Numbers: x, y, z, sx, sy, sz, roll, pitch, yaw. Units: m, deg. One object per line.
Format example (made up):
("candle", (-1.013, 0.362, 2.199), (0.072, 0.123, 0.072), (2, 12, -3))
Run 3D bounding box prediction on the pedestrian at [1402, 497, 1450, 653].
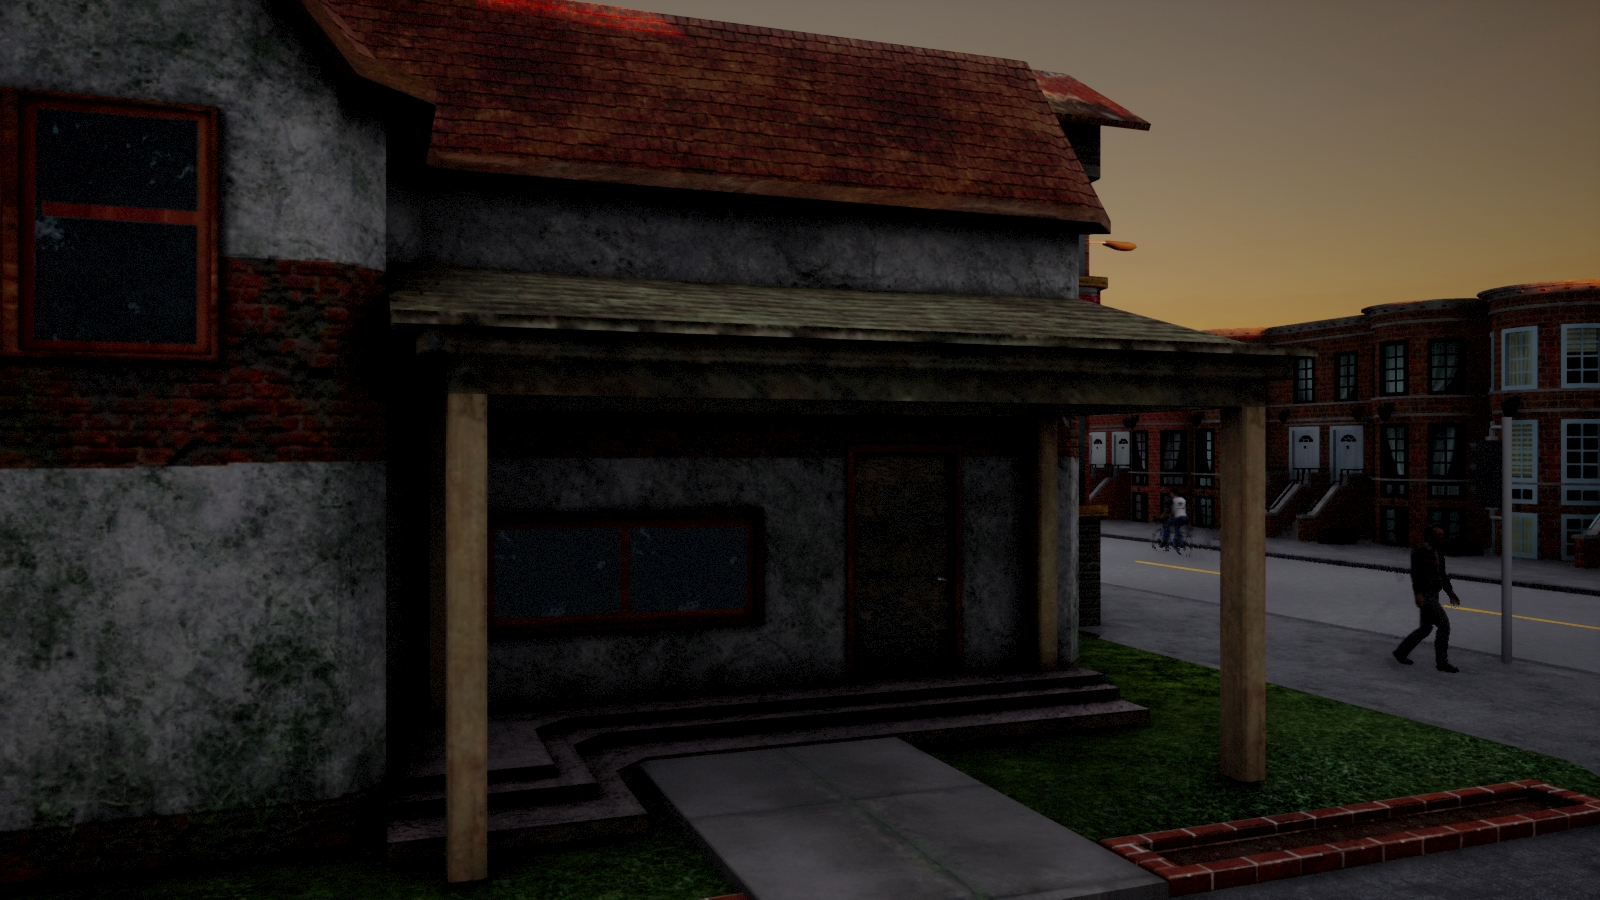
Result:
("pedestrian", (7.692, 1.524, 14.042), (0.375, 1.860, 0.375), (0, 0, -32))
